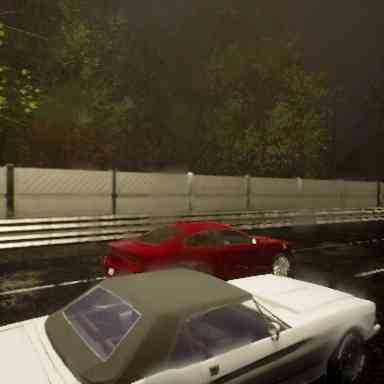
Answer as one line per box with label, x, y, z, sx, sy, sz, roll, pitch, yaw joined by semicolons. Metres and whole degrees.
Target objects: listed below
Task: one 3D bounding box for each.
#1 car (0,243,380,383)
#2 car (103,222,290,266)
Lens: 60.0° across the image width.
car;0.093;1.599;3.737;4.718;1.301;1.895;0;0;-35
car;0.393;1.477;8.175;5.008;1.535;1.882;0;0;-34
